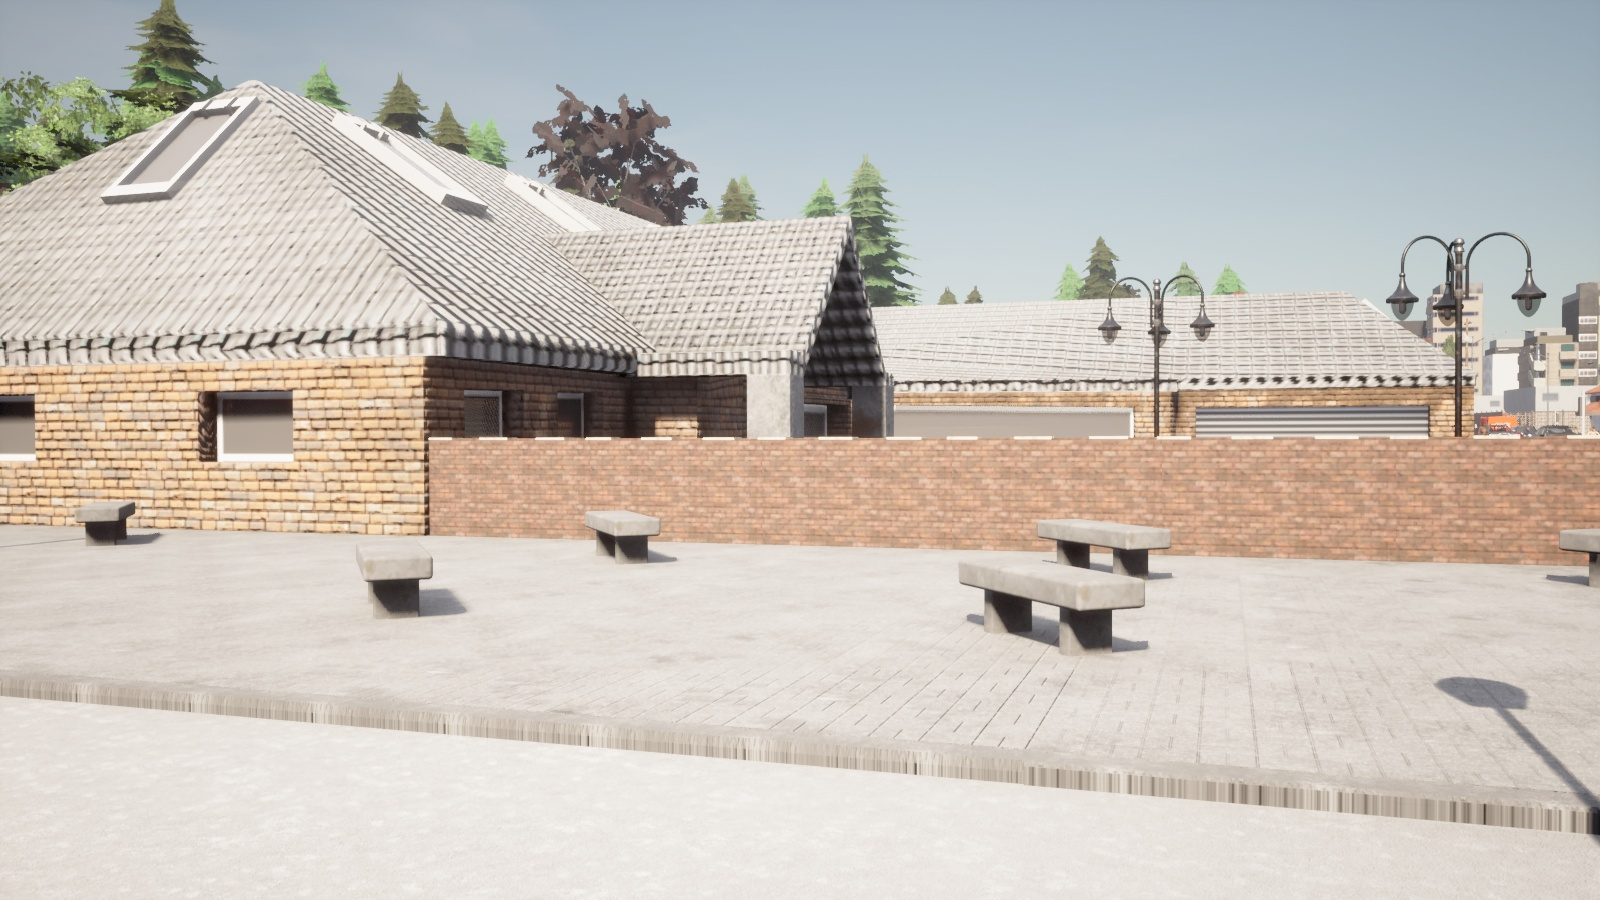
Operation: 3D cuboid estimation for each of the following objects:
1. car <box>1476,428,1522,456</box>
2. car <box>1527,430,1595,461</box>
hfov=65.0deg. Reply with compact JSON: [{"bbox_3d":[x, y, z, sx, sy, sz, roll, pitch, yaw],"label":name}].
[{"bbox_3d":[47.662,-0.551,85.748,1.932,1.855,4.605,1,1,18],"label":"car"},{"bbox_3d":[42.318,-0.290,69.938,2.242,1.667,4.611,1,1,19],"label":"car"}]
